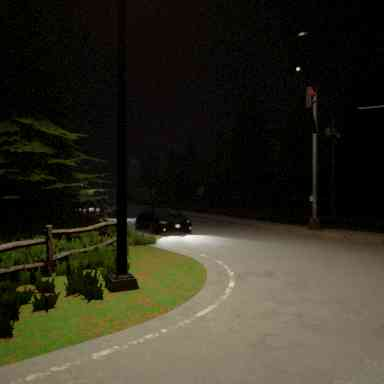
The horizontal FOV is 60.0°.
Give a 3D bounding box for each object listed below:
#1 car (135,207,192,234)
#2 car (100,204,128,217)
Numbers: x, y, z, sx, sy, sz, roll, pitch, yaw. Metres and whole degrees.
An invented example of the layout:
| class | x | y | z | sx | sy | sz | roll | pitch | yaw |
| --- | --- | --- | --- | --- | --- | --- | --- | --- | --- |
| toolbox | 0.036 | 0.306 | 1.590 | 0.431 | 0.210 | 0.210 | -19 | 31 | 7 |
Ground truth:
| class | x | y | z | sx | sy | sz | roll | pitch | yaw |
| --- | --- | --- | --- | --- | --- | --- | --- | --- | --- |
| car | -1.663 | 1.538 | 18.439 | 1.994 | 1.385 | 4.181 | 0 | 0 | -29 |
| car | -7.048 | 1.500 | 29.792 | 1.812 | 1.442 | 4.674 | 0 | 1 | -24 |
